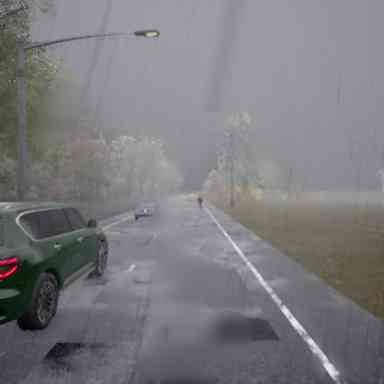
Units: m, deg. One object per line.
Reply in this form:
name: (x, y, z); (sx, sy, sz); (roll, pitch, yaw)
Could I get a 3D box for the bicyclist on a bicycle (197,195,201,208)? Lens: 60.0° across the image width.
bicyclist on a bicycle: (0.951, 1.270, 44.941); (0.582, 1.620, 1.656); (0, 0, 0)

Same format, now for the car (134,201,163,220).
car: (-3.407, 1.438, 26.819); (2.033, 1.411, 5.357); (0, 0, 0)

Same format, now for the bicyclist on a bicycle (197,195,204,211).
bicyclist on a bicycle: (0.954, 1.223, 36.154); (0.659, 1.776, 1.843); (0, 0, 0)

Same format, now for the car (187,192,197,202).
car: (0.012, 1.200, 68.699); (1.882, 1.535, 5.008); (0, -1, 1)

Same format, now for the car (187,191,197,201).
car: (-0.020, 0.908, 78.418); (2.150, 2.045, 5.566); (0, 0, 0)

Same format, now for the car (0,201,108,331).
car: (-3.404, 1.193, 6.923); (2.150, 2.045, 5.566); (0, 0, 0)
